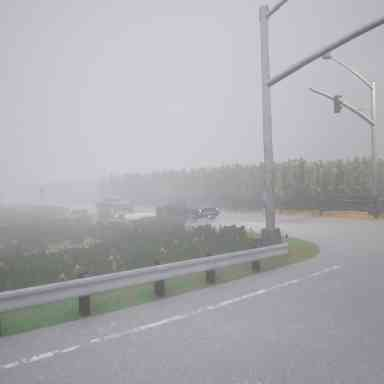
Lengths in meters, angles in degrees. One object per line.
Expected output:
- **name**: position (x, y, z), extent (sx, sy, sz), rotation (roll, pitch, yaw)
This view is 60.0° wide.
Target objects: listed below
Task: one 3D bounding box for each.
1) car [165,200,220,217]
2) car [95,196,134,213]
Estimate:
- **car**: position (-0.354, 1.177, 22.035), extent (1.895, 1.301, 4.718), rotation (-3, 2, -41)
- **car**: position (-7.022, 1.121, 29.834), extent (1.837, 1.490, 4.892), rotation (-3, 2, -40)
